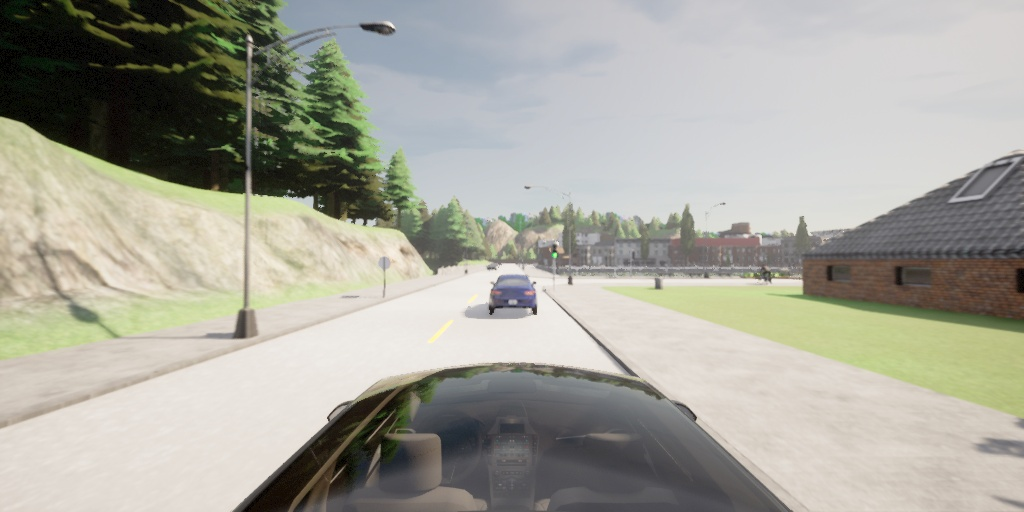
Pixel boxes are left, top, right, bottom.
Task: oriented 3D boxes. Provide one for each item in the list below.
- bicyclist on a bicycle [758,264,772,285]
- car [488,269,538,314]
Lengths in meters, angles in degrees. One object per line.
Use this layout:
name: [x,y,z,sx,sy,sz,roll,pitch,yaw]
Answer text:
bicyclist on a bicycle: [20.186,1.468,28.657,0.582,1.620,1.656,0,-1,0]
car: [0.053,1.454,14.666,1.812,1.442,4.674,0,-1,0]
